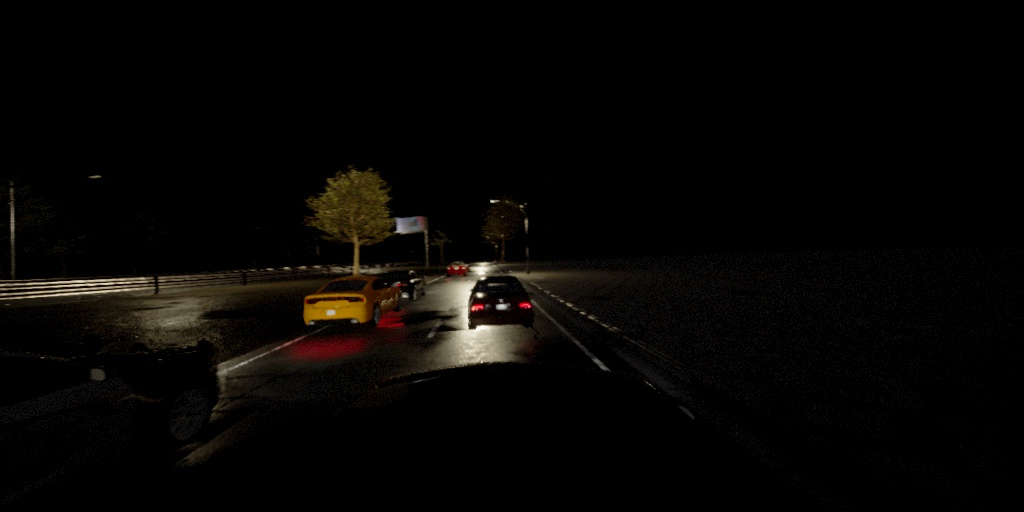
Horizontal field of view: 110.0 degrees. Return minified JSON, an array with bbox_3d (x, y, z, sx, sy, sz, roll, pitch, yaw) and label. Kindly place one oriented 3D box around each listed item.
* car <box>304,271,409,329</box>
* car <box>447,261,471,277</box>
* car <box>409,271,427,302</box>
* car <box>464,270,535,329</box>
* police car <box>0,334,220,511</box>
[{"bbox_3d":[-5.163,1.422,12.344,1.882,1.535,5.008,-2,0,-4],"label":"car"},{"bbox_3d":[-6.151,1.409,40.904,2.097,1.767,4.553,-2,0,-4],"label":"car"},{"bbox_3d":[-5.599,1.481,18.328,1.837,1.490,4.892,-2,0,-4],"label":"car"},{"bbox_3d":[-0.442,1.339,11.511,2.033,1.411,5.357,-2,0,-4],"label":"car"},{"bbox_3d":[-4.446,1.319,2.480,1.930,1.638,5.238,-2,0,-4],"label":"police car"}]
